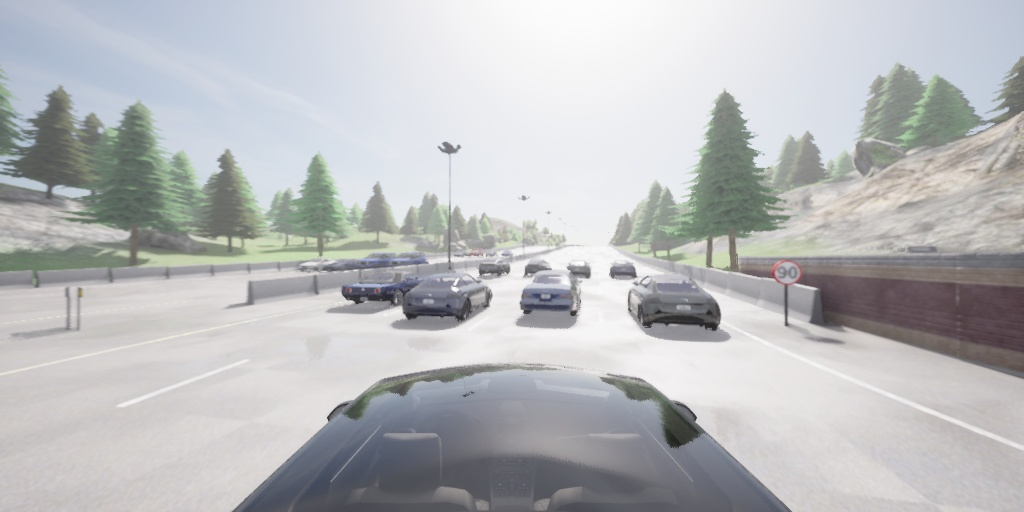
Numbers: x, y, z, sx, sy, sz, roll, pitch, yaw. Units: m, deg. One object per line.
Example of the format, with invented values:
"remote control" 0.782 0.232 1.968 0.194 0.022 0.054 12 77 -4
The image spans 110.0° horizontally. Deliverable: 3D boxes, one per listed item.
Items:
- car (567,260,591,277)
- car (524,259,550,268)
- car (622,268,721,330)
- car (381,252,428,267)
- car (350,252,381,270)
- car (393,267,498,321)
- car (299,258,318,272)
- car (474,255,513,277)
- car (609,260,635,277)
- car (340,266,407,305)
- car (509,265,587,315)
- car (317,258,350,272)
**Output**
"car" 5.602 0.989 30.168 1.994 1.385 4.181 0 1 13
"car" 2.251 0.952 31.256 1.812 1.442 4.674 0 1 13
"car" 4.762 1.256 11.077 1.994 1.385 4.181 0 1 11
"car" -10.831 0.617 37.529 2.150 2.045 5.566 0 1 13
"car" -14.230 0.624 38.360 2.150 2.045 5.566 0 1 14
"car" -2.056 1.273 12.432 1.994 1.385 4.181 0 1 11
"car" -21.147 0.953 39.489 1.812 1.442 4.674 0 1 13
"car" -1.422 0.948 30.896 2.128 1.511 4.902 0 1 14
"car" 9.056 0.977 29.561 1.994 1.385 4.181 0 1 13
"car" -5.028 1.291 15.514 1.895 1.301 4.718 0 1 12
"car" 1.576 1.232 13.280 2.033 1.411 5.357 0 1 13
"car" -17.781 0.969 38.560 2.033 1.411 5.357 0 1 14
